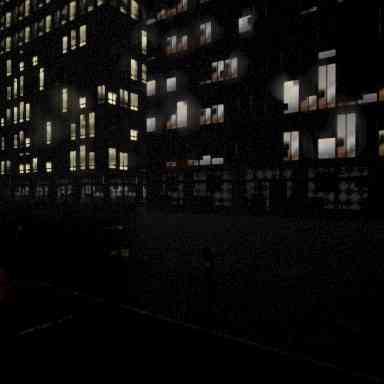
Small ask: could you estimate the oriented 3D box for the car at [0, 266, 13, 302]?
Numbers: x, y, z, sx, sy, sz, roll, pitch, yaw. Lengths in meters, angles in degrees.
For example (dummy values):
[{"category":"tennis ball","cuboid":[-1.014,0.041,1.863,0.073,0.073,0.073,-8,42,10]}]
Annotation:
[{"category":"car","cuboid":[-5.549,1.526,6.846,4.829,1.417,1.752,0,0,36]}]
